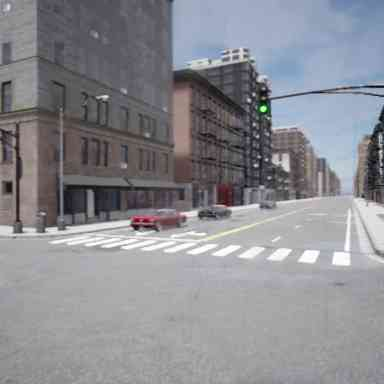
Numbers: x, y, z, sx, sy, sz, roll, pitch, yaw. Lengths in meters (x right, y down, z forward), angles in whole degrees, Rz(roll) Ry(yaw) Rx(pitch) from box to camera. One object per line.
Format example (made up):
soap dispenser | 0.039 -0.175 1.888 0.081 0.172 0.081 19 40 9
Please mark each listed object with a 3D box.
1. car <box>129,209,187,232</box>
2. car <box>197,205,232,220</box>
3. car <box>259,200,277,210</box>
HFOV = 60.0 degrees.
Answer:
car | -2.158 1.846 22.410 1.895 1.301 4.718 -1 -1 26
car | 2.197 1.919 31.530 1.895 1.301 4.718 -1 -1 26
car | 11.929 2.018 51.747 2.033 1.411 5.357 -1 -1 26
